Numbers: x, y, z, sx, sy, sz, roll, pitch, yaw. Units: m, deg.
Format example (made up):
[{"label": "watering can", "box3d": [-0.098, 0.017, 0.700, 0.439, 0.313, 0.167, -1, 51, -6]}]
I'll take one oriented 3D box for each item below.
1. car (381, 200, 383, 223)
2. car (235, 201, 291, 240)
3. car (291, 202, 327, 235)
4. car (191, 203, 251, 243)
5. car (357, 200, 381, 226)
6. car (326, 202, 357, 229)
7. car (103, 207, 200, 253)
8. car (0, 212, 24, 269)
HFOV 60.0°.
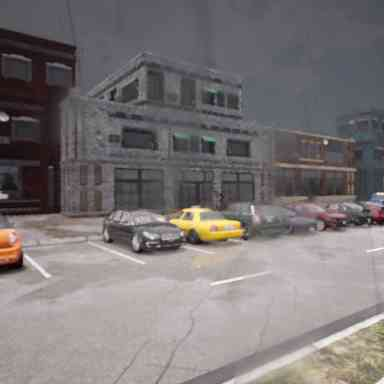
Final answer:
[{"label": "car", "box3d": [11.342, 1.412, 23.344, 2.163, 1.488, 4.792, 0, 0, -35]}, {"label": "car", "box3d": [2.317, 1.294, 16.868, 2.185, 1.767, 4.553, 0, 0, -36]}, {"label": "car", "box3d": [4.578, 1.439, 18.471, 2.163, 1.488, 4.792, 0, 0, -35]}, {"label": "car", "box3d": [0.023, 1.428, 15.501, 1.946, 1.575, 5.366, 0, 0, -35]}, {"label": "car", "box3d": [9.097, 1.392, 21.707, 2.231, 1.521, 4.892, 0, 0, -35]}, {"label": "car", "box3d": [6.823, 1.399, 20.107, 2.097, 1.535, 5.008, 0, 0, -35]}, {"label": "car", "box3d": [-2.140, 1.443, 13.746, 2.231, 1.521, 4.892, 0, 0, -35]}, {"label": "car", "box3d": [-6.750, 1.344, 10.427, 2.185, 1.767, 4.553, 0, 0, -35]}]
